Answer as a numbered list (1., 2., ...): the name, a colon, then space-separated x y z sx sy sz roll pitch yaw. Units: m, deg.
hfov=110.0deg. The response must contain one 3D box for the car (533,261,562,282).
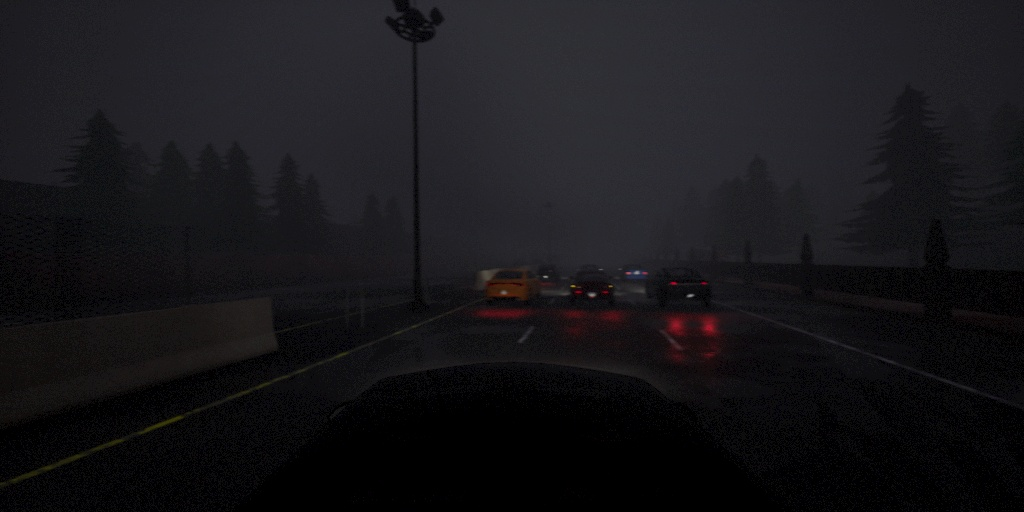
1. car: 3.245 1.429 31.503 1.837 1.490 4.892 -1 0 12

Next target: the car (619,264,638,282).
1. car: 10.021 1.366 29.730 2.033 1.411 5.357 -1 0 12

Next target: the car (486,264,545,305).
1. car: 0.175 1.336 17.032 1.882 1.535 5.008 -1 0 12

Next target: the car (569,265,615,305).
1. car: 3.587 1.333 16.250 1.812 1.442 4.674 -1 0 12

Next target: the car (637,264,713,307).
1. car: 6.997 1.249 15.466 2.128 1.511 4.902 -1 0 12
